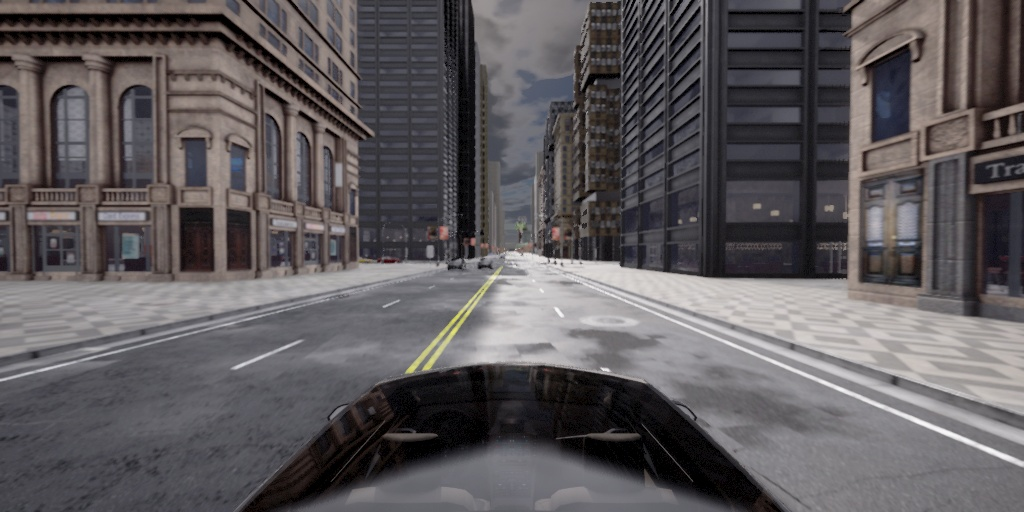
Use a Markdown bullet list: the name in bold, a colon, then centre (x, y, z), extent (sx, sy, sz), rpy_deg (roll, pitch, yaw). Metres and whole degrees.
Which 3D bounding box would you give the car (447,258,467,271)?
- **car**: centre (-6.592, 1.042, 43.150), extent (1.837, 1.490, 4.892), rpy_deg (0, 0, 0)

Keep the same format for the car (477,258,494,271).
- **car**: centre (-3.334, 1.031, 45.345), extent (1.837, 1.490, 4.892), rpy_deg (0, 0, 0)
